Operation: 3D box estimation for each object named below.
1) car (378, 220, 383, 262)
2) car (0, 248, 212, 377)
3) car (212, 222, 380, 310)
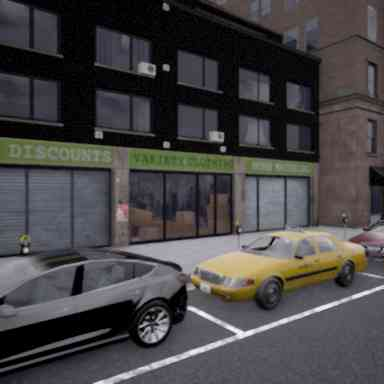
[{"bbox_3d":[6.776,1.566,10.991,4.206,1.307,1.802,0,0,-35],"label":"car"},{"bbox_3d":[-2.053,1.564,4.727,4.313,1.339,1.947,0,0,-35],"label":"car"},{"bbox_3d":[2.223,1.517,7.761,4.829,1.417,1.752,0,0,-35],"label":"car"}]
